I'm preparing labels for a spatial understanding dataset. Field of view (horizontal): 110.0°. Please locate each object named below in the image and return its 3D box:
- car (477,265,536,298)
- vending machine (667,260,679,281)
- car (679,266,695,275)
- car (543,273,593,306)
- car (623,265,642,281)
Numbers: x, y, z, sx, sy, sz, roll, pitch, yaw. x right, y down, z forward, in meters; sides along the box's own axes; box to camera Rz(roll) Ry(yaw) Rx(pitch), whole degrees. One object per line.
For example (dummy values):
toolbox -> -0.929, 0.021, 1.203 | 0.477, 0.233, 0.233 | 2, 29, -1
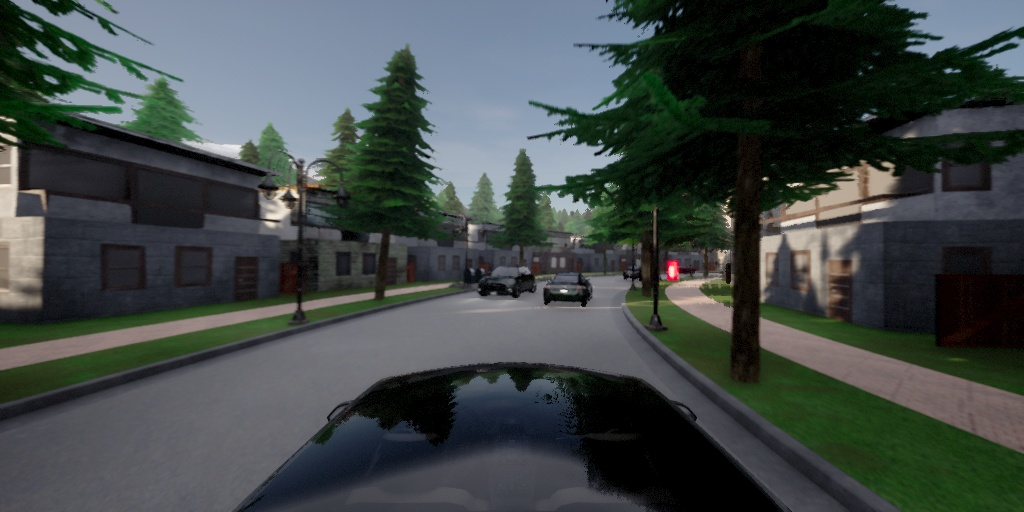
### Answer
car -> -0.192, 1.301, 19.960 | 2.097, 1.767, 4.553 | 0, -1, 19
vending machine -> 15.105, 1.394, 33.668 | 1.100, 2.100, 0.880 | 0, 0, 37
car -> 24.820, 2.071, 52.701 | 4.718, 1.301, 1.895 | 1, -1, -34
car -> 2.779, 1.503, 17.294 | 1.994, 1.385, 4.181 | 0, -1, 16
car -> 12.946, 1.709, 36.674 | 2.128, 1.511, 4.902 | 0, -1, 38
